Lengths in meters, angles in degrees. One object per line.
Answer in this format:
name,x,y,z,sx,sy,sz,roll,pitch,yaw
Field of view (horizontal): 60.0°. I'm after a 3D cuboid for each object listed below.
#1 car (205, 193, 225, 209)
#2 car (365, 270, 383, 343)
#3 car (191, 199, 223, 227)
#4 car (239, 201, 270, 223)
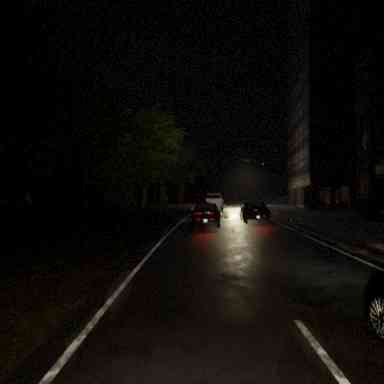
car,2.788,1.201,41.088,2.150,2.045,5.566,0,0,7
car,3.675,1.478,3.433,2.128,1.511,4.902,0,0,1
car,0.969,1.451,22.282,1.837,1.490,4.892,0,0,4
car,4.665,1.451,24.954,1.837,1.490,4.892,0,0,4
